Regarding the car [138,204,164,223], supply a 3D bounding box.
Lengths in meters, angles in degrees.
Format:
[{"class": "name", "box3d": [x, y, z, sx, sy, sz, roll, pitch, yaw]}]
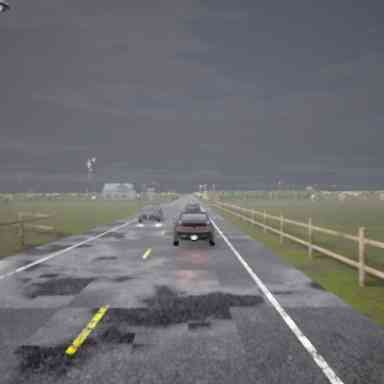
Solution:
[{"class": "car", "box3d": [-3.545, 1.852, 29.426, 1.837, 1.490, 4.892, 0, -1, 1]}]

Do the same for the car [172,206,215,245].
[{"class": "car", "box3d": [0.090, 1.708, 16.700, 1.837, 1.490, 4.892, 0, 0, 0]}]

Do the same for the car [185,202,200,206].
[{"class": "car", "box3d": [0.076, 1.986, 43.531, 2.128, 1.511, 4.902, 0, 0, 0]}]
